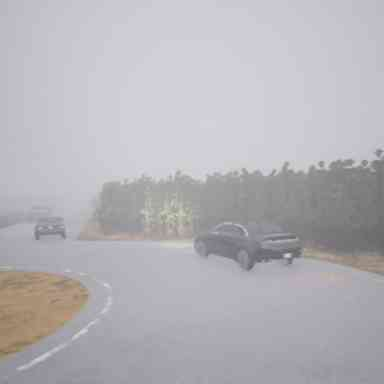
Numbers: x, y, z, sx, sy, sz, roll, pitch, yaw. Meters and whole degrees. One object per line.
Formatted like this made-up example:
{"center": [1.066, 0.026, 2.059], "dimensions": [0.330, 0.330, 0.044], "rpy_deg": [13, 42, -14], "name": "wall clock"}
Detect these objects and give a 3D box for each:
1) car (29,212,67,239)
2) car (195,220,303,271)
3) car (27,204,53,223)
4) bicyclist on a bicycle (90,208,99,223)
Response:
{"center": [-9.564, 2.306, 22.657], "dimensions": [2.033, 1.411, 5.357], "rpy_deg": [-1, -1, -22], "name": "car"}
{"center": [1.792, 1.762, 12.098], "dimensions": [2.128, 1.511, 4.902], "rpy_deg": [0, -2, -26], "name": "car"}
{"center": [-17.579, 2.482, 38.821], "dimensions": [2.150, 2.045, 5.566], "rpy_deg": [-1, -1, -15], "name": "car"}
{"center": [-9.604, 2.413, 34.180], "dimensions": [1.656, 1.620, 0.582], "rpy_deg": [-1, -1, -15], "name": "bicyclist on a bicycle"}
